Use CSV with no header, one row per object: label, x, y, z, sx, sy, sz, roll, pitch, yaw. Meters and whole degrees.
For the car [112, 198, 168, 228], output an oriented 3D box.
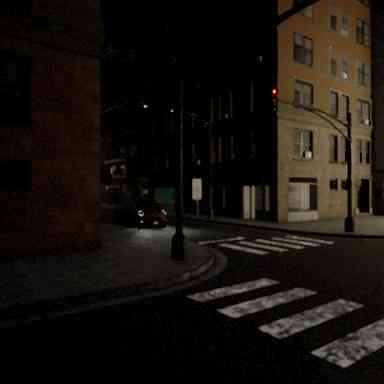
car,-3.421,1.230,21.366,2.097,1.767,4.553,0,0,-35
